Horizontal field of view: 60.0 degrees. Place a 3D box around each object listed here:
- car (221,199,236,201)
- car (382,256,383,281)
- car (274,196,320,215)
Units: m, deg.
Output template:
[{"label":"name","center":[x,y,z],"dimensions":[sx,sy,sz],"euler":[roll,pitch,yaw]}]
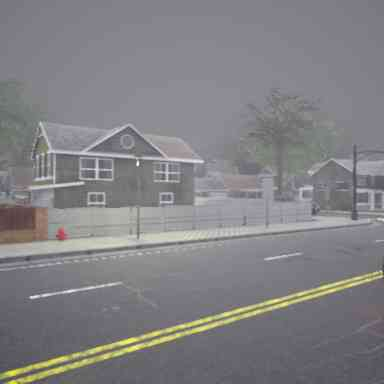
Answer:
[{"label":"car","center":[5.133,1.707,44.417],"dimensions":[1.882,1.535,5.008],"euler":[0,0,-35]},{"label":"car","center":[6.471,1.567,8.061],"dimensions":[4.892,1.490,1.837],"euler":[0,0,-36]},{"label":"car","center":[11.026,1.434,36.103],"dimensions":[2.150,2.045,5.566],"euler":[0,0,-35]}]
